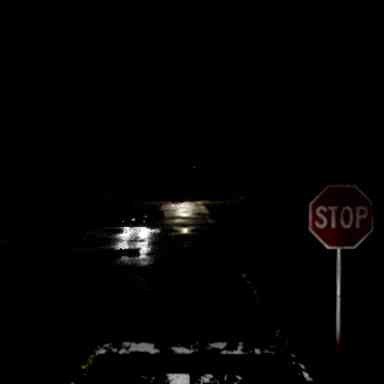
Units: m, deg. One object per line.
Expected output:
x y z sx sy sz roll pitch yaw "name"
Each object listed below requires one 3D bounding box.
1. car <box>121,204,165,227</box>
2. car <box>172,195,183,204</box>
-3.285 1.555 22.984 1.994 1.385 4.181 0 0 12 "car"
-2.669 1.319 62.315 1.882 1.535 5.008 0 0 0 "car"
